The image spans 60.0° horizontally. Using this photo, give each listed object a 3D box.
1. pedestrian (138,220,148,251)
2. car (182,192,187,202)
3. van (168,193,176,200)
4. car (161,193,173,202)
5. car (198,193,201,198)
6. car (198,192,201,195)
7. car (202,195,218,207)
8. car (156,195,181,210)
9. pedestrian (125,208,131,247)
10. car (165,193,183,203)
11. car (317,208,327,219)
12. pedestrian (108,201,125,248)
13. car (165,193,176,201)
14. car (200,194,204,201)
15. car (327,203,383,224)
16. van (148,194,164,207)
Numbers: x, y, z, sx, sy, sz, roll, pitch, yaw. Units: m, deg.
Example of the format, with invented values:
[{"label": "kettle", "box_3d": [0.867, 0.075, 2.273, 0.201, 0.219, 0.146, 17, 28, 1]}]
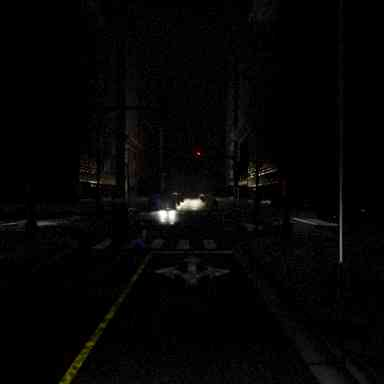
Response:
[{"label": "pedestrian", "box_3d": [-1.775, 1.571, 12.576, 0.375, 1.300, 0.375, 0, 0, 0]}, {"label": "car", "box_3d": [-2.700, 1.272, 66.996, 2.097, 1.767, 4.553, 0, 0, 1]}, {"label": "van", "box_3d": [-5.373, 1.196, 89.685, 1.690, 1.788, 3.998, 0, 0, 0]}, {"label": "car", "box_3d": [-5.485, 1.220, 72.739, 2.192, 1.841, 5.009, 0, 0, 0]}, {"label": "car", "box_3d": [3.076, 1.434, 78.334, 1.887, 1.381, 4.507, 0, 0, 0]}, {"label": "car", "box_3d": [3.187, 1.418, 95.281, 1.802, 1.307, 4.206, 0, 0, 0]}, {"label": "car", "box_3d": [2.889, 1.519, 50.089, 1.947, 1.339, 4.313, 0, 0, 0]}, {"label": "car", "box_3d": [-2.920, 1.456, 42.624, 2.128, 1.511, 4.902, 0, 0, 1]}, {"label": "pedestrian", "box_3d": [-2.838, 1.288, 13.807, 0.375, 1.860, 0.375, 0, 0, 0]}, {"label": "car", "box_3d": [-2.846, 1.426, 53.114, 1.882, 1.535, 5.008, 0, 0, 1]}, {"label": "car", "box_3d": [13.630, 1.715, 29.344, 4.892, 1.490, 1.837, 1, 0, 1]}, {"label": "pedestrian", "box_3d": [-2.997, 1.291, 13.200, 0.375, 1.860, 0.375, 0, 0, 0]}, {"label": "car", "box_3d": [-5.411, 1.188, 84.036, 2.192, 1.841, 5.009, 0, 0, 0]}, {"label": "car", "box_3d": [3.001, 1.501, 67.037, 1.802, 1.307, 4.206, 0, 0, 0]}, {"label": "car", "box_3d": [13.508, 1.723, 26.078, 4.674, 1.442, 1.812, 1, 0, 0]}, {"label": "van", "box_3d": [-5.635, 1.295, 50.144, 1.690, 1.788, 3.998, 0, 0, 0]}]
